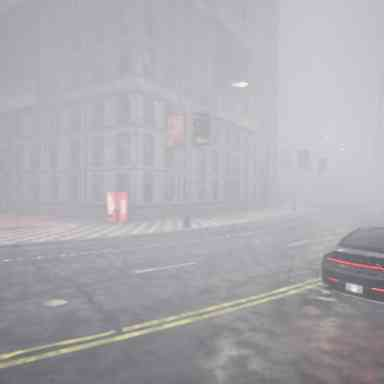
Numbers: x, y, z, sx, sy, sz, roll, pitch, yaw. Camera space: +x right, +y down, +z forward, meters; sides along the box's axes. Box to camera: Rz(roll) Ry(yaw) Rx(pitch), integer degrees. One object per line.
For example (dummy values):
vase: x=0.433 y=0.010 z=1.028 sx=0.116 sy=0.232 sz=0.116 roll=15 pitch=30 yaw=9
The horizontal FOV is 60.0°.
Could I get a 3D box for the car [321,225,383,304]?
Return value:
car: x=4.829 y=1.520 z=7.623 sx=4.892 sy=1.490 sz=1.837 roll=0 pitch=1 yaw=-40
